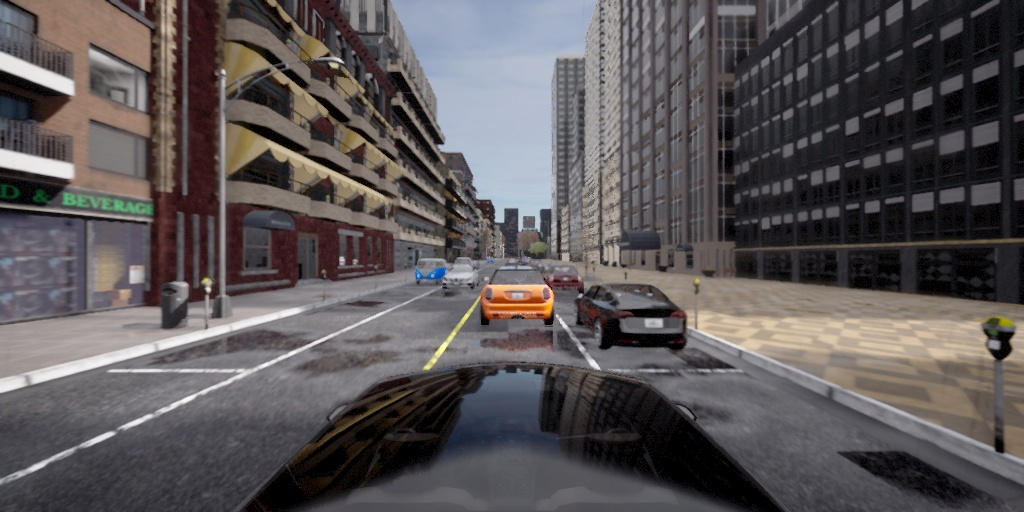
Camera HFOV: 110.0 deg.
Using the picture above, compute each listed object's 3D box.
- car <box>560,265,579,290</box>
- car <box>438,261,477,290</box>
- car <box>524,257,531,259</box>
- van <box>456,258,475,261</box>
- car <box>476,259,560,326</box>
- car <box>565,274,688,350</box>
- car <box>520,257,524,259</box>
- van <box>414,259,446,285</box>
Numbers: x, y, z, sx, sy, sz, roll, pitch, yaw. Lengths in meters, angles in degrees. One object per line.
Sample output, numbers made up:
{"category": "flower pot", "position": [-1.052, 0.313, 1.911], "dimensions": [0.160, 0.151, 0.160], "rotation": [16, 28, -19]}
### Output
{"category": "car", "position": [2.693, 1.176, 19.937], "dimensions": [1.967, 1.591, 4.097], "rotation": [0, 0, 0]}
{"category": "car", "position": [-3.105, 1.261, 22.377], "dimensions": [1.812, 1.442, 4.674], "rotation": [0, 0, 0]}
{"category": "car", "position": [2.695, 1.166, 42.028], "dimensions": [1.967, 1.591, 4.097], "rotation": [0, 0, 0]}
{"category": "van", "position": [-5.686, 1.067, 42.030], "dimensions": [1.690, 1.789, 3.998], "rotation": [0, 0, 0]}
{"category": "car", "position": [0.109, 1.094, 11.821], "dimensions": [2.097, 1.767, 4.553], "rotation": [0, 0, -1]}
{"category": "car", "position": [2.692, 1.309, 8.892], "dimensions": [1.948, 1.339, 4.313], "rotation": [0, 0, 0]}
{"category": "car", "position": [0.105, 1.218, 43.705], "dimensions": [2.128, 1.511, 4.902], "rotation": [0, 0, 0]}
{"category": "van", "position": [-5.687, 1.074, 25.462], "dimensions": [1.690, 1.789, 3.998], "rotation": [0, 0, 0]}
